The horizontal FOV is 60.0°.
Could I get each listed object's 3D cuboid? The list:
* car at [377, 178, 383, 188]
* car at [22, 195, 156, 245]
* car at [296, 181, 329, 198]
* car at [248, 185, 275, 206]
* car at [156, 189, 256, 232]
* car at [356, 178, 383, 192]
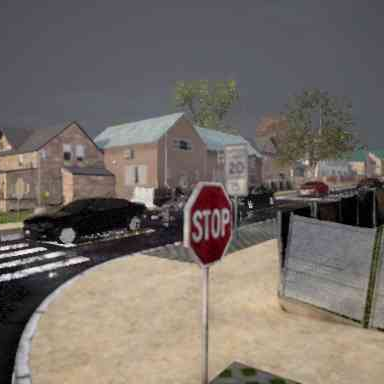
[{"bbox_3d":[26.445,-1.277,44.650,1.895,1.301,4.718,0,3,41],"label":"car"},{"bbox_3d":[-3.972,0.933,13.039,1.882,1.535,5.008,0,3,38],"label":"car"},{"bbox_3d":[11.513,-0.304,31.496,1.812,1.442,4.674,0,3,40],"label":"car"},{"bbox_3d":[3.915,0.301,22.592,1.837,1.490,4.892,0,3,40],"label":"car"},{"bbox_3d":[0.285,0.831,13.937,2.033,1.411,5.357,0,3,40],"label":"car"},{"bbox_3d":[19.652,-0.831,36.610,1.882,1.535,5.008,0,3,41],"label":"car"}]
